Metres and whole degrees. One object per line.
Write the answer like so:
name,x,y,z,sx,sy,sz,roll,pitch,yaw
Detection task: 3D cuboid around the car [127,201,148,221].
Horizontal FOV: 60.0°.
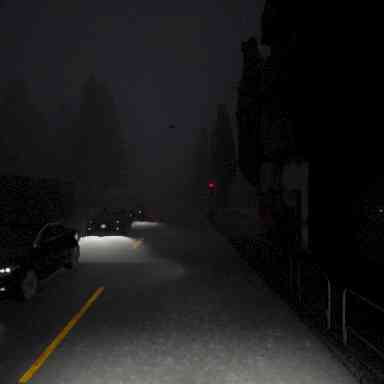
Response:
car,-4.744,1.518,27.441,1.812,1.442,4.674,0,0,-2

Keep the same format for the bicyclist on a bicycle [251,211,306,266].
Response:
bicyclist on a bicycle,2.538,1.381,9.668,1.656,1.620,0.582,3,-2,-2

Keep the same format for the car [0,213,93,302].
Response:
car,-4.294,1.490,8.330,2.128,1.511,4.902,0,0,-2

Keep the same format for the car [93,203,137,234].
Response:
car,-4.589,1.558,18.939,1.994,1.385,4.181,0,0,-2
